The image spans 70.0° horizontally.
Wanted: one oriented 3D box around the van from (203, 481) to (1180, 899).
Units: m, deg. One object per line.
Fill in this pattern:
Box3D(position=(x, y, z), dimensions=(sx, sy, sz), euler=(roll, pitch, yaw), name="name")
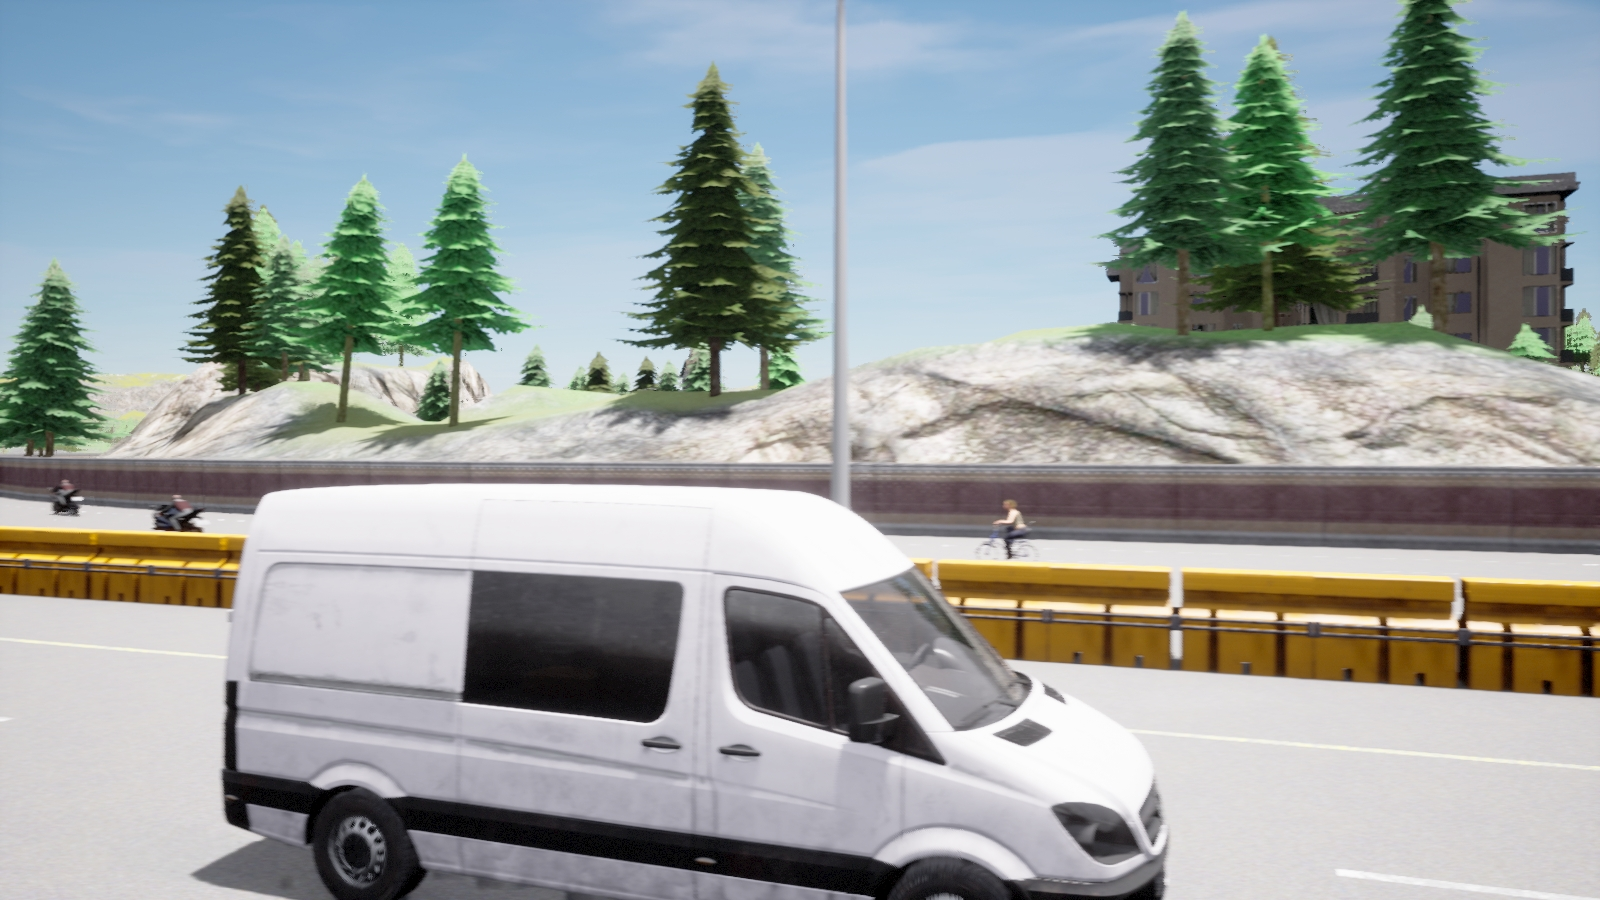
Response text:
Box3D(position=(-0.725, 1.532, 7.281), dimensions=(5.915, 2.561, 1.988), euler=(0, 0, 20), name="van")
